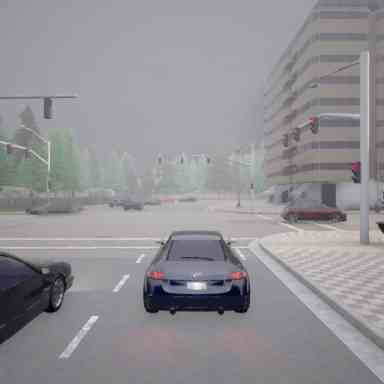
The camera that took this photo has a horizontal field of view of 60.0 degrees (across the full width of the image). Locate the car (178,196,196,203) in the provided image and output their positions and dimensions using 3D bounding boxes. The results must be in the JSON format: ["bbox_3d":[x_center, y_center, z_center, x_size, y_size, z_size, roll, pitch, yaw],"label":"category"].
[{"bbox_3d":[-1.007,1.478,68.611,1.882,1.535,5.008,0,0,30],"label":"car"}]

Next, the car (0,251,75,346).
[{"bbox_3d":[-3.427,1.547,4.622,2.033,1.411,5.357,0,0,0],"label":"car"}]

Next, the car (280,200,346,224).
[{"bbox_3d":[8.978,1.408,24.798,4.553,1.767,2.097,0,0,4],"label":"car"}]

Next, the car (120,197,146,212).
[{"bbox_3d":[-6.839,1.601,38.995,1.895,1.301,4.718,0,0,-4],"label":"car"}]

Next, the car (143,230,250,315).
[{"bbox_3d":[0.092,1.564,7.656,1.994,1.385,4.181,0,0,0],"label":"car"}]

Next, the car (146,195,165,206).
[{"bbox_3d":[-6.387,1.547,53.510,2.033,1.411,5.357,0,0,8],"label":"car"}]

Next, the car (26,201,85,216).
[{"bbox_3d":[-13.443,1.600,33.044,5.357,1.411,2.033,0,0,-45],"label":"car"}]

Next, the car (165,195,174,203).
[{"bbox_3d":[-5.531,1.351,67.561,2.097,1.767,4.553,0,0,26],"label":"car"}]

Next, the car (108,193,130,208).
[{"bbox_3d":[-10.272,1.221,47.918,2.150,2.045,5.566,0,0,3],"label":"car"}]
